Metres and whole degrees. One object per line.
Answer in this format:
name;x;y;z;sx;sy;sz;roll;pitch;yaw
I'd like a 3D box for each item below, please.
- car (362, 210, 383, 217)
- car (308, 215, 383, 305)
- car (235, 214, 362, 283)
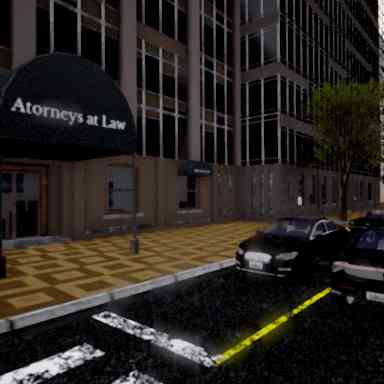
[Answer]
car;9.935;1.623;17.696;1.895;1.301;4.718;-1;0;41
car;4.587;1.491;7.231;2.128;1.511;4.902;-1;0;41
car;3.172;1.517;9.945;2.128;1.511;4.902;-1;0;41
